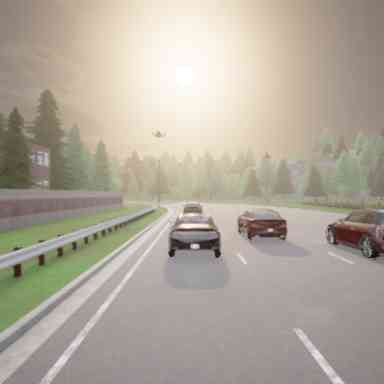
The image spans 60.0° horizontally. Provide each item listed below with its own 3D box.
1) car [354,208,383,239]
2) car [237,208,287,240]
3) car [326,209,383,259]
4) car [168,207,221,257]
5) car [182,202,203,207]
[{"bbox_3d":[10.595,1.655,17.564,1.812,1.442,4.674,0,0,0],"label":"car"},{"bbox_3d":[3.594,1.608,17.712,1.882,1.535,5.008,0,0,0],"label":"car"},{"bbox_3d":[7.096,1.448,13.150,2.097,1.767,4.553,0,0,0],"label":"car"},{"bbox_3d":[0.095,1.591,13.401,2.128,1.511,4.902,0,0,0],"label":"car"},{"bbox_3d":[0.087,1.753,33.675,1.837,1.490,4.892,0,0,0],"label":"car"}]
